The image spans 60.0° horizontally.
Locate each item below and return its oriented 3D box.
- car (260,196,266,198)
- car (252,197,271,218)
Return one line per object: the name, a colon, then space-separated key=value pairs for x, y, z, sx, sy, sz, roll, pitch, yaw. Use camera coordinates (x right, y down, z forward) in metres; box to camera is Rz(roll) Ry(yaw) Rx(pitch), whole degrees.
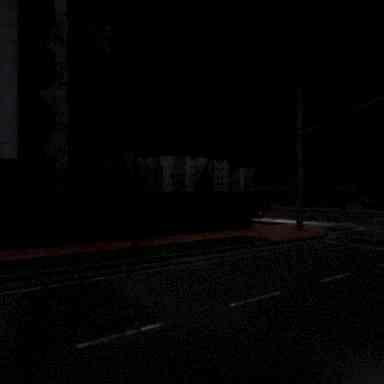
car: x=6.737 y=1.331 z=37.851 sx=2.097 sy=1.767 sz=4.553 roll=0 pitch=0 yaw=-36
car: x=4.173 y=1.476 z=29.465 sx=2.128 sy=1.511 sz=4.902 roll=0 pitch=0 yaw=-37
